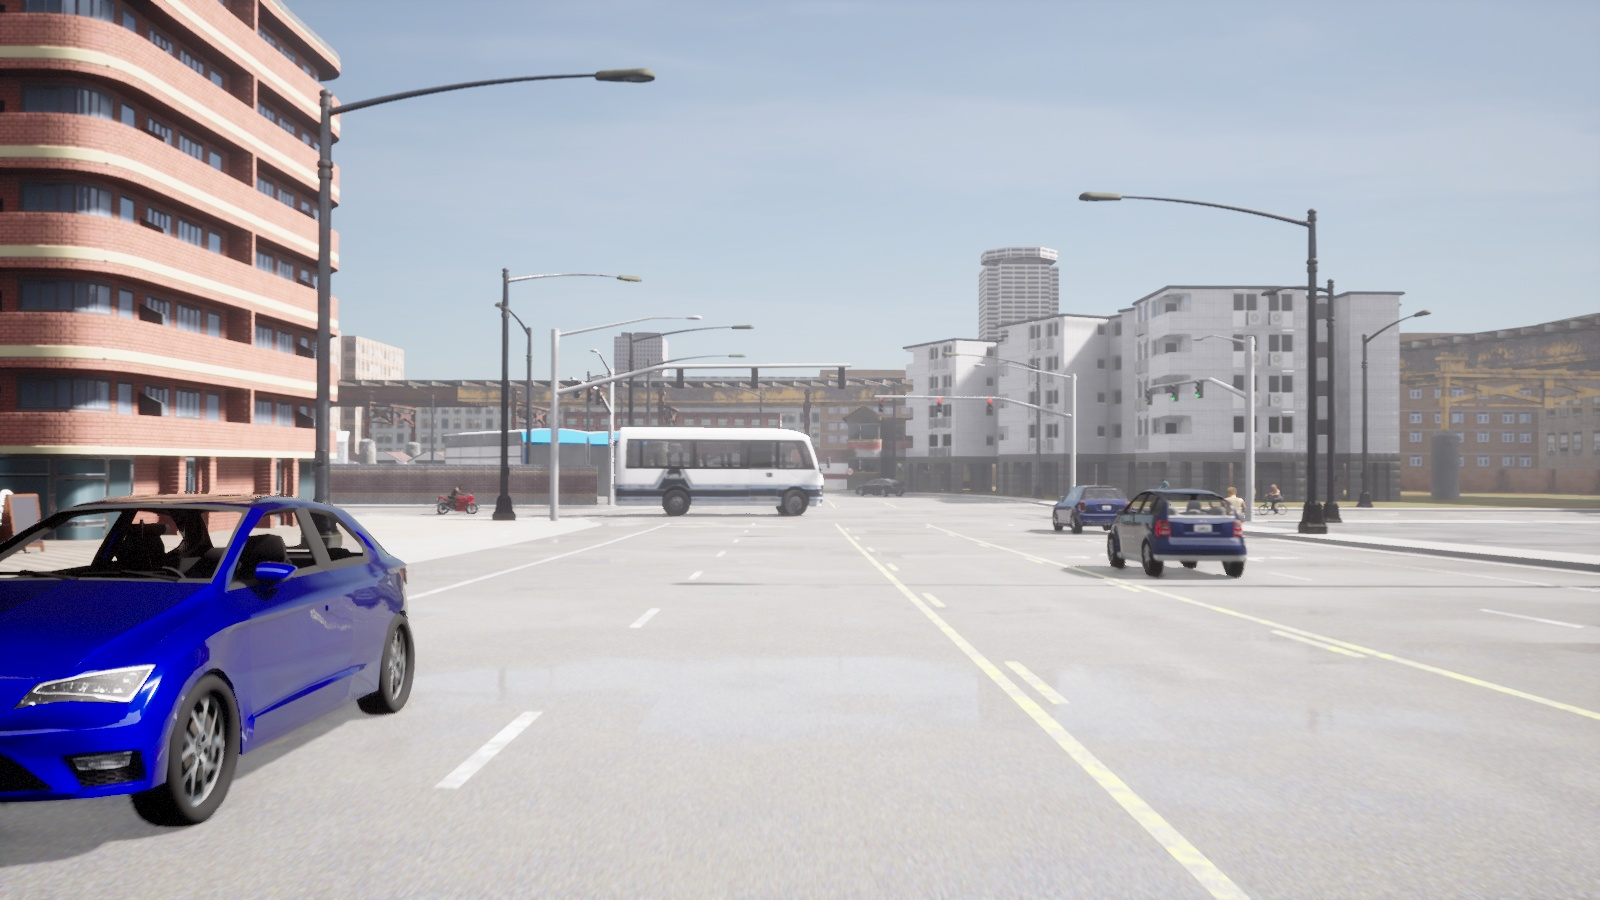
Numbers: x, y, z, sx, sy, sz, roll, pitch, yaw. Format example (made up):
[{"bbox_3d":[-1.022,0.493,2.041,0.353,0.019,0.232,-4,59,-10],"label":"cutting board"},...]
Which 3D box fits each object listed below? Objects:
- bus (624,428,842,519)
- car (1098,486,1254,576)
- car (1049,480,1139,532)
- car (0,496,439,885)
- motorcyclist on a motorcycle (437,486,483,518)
[{"bbox_3d":[-3.355,1.101,61.146,10.273,4.253,3.944,0,0,-9],"label":"bus"},{"bbox_3d":[6.945,1.454,23.559,1.789,1.549,3.705,0,-2,0],"label":"car"},{"bbox_3d":[10.396,1.958,44.765,2.097,1.767,4.553,0,-1,0],"label":"car"},{"bbox_3d":[-3.516,1.011,6.986,1.816,1.474,4.193,0,-2,0],"label":"car"},{"bbox_3d":[-16.568,2.545,61.202,2.044,1.523,0.797,0,-1,-1],"label":"motorcyclist on a motorcycle"}]
